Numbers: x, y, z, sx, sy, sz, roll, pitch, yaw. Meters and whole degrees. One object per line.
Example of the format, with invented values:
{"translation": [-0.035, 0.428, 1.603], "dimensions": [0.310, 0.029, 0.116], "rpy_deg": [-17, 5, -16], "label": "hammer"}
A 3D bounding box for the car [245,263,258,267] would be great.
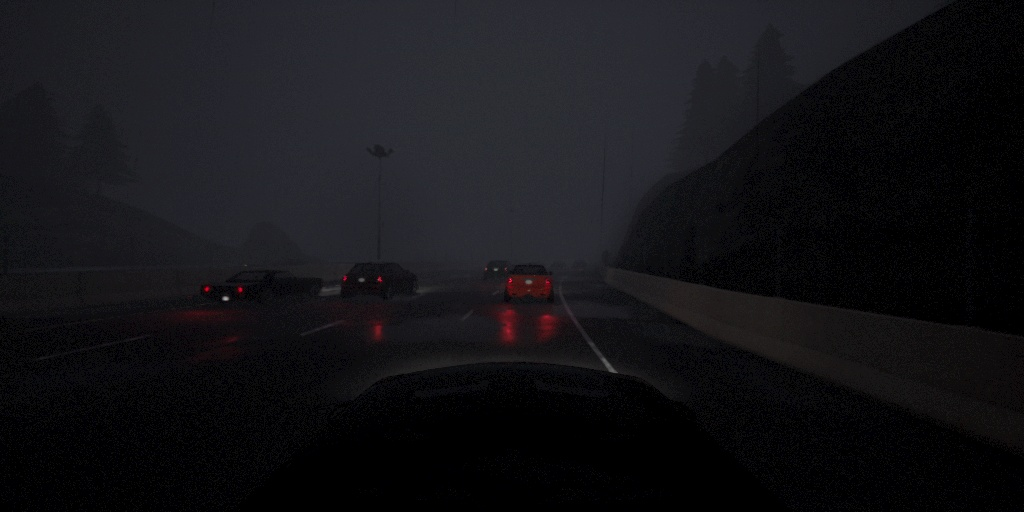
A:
{"translation": [-27.670, 1.103, 40.741], "dimensions": [1.895, 1.301, 4.718], "rpy_deg": [1, 0, 11], "label": "car"}

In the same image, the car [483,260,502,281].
{"translation": [-0.907, 1.098, 29.636], "dimensions": [2.097, 1.767, 4.553], "rpy_deg": [1, 0, 9], "label": "car"}

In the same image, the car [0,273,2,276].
{"translation": [-20.776, 0.998, 11.783], "dimensions": [1.882, 1.535, 5.008], "rpy_deg": [1, 0, 3], "label": "car"}

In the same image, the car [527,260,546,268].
{"translation": [4.397, 1.414, 63.667], "dimensions": [1.895, 1.301, 4.718], "rpy_deg": [1, 0, 22], "label": "car"}

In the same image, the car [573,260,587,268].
{"translation": [11.941, 1.389, 62.984], "dimensions": [2.128, 1.511, 4.902], "rpy_deg": [1, 0, 22], "label": "car"}

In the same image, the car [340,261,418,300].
{"translation": [-6.185, 1.037, 17.306], "dimensions": [2.097, 1.767, 4.553], "rpy_deg": [1, 0, 5], "label": "car"}

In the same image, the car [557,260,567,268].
{"translation": [8.298, 1.421, 63.460], "dimensions": [1.994, 1.385, 4.181], "rpy_deg": [1, 0, 22], "label": "car"}

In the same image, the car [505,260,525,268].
{"translation": [0.621, 1.372, 63.604], "dimensions": [1.895, 1.301, 4.718], "rpy_deg": [1, 0, 21], "label": "car"}

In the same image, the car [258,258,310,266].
{"translation": [-24.400, 0.979, 39.207], "dimensions": [2.128, 1.511, 4.902], "rpy_deg": [1, 0, 11], "label": "car"}

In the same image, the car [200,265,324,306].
{"translation": [-10.112, 1.241, 15.114], "dimensions": [1.895, 1.301, 4.718], "rpy_deg": [1, 0, 5], "label": "car"}

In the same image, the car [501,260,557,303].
{"translation": [0.896, 1.116, 17.177], "dimensions": [2.097, 1.767, 4.553], "rpy_deg": [1, 0, 5], "label": "car"}
